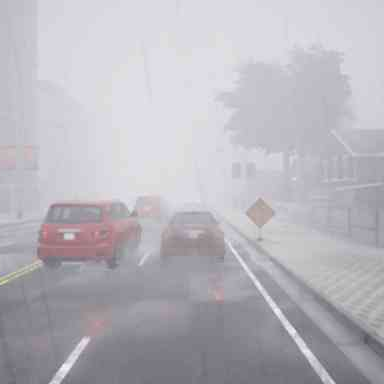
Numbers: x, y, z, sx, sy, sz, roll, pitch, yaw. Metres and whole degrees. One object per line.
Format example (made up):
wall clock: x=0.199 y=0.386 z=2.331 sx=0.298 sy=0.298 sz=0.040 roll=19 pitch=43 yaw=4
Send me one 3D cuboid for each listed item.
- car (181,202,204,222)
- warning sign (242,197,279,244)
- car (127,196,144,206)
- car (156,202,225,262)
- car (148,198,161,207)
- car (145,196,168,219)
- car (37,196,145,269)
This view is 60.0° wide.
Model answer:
car: x=0.054 y=1.626 z=28.350 sx=1.812 sy=1.442 sz=4.674 roll=0 pitch=0 yaw=0
warning sign: x=2.855 y=1.165 z=13.976 sx=1.300 sy=1.860 sz=1.060 roll=0 pitch=0 yaw=0
car: x=-9.794 y=1.559 z=58.149 sx=2.097 sy=1.767 sz=4.553 roll=0 pitch=0 yaw=0
car: x=0.048 y=1.396 z=12.531 sx=2.097 sy=1.767 sz=4.553 roll=0 pitch=0 yaw=1
car: x=-6.544 y=1.734 z=58.275 sx=1.812 sy=1.442 sz=4.674 roll=0 pitch=0 yaw=0
car: x=-3.212 y=1.317 z=26.470 sx=2.150 sy=2.045 sz=5.566 roll=0 pitch=0 yaw=1
car: x=-3.213 y=1.264 z=11.472 sx=2.150 sy=2.045 sz=5.566 roll=0 pitch=0 yaw=1
